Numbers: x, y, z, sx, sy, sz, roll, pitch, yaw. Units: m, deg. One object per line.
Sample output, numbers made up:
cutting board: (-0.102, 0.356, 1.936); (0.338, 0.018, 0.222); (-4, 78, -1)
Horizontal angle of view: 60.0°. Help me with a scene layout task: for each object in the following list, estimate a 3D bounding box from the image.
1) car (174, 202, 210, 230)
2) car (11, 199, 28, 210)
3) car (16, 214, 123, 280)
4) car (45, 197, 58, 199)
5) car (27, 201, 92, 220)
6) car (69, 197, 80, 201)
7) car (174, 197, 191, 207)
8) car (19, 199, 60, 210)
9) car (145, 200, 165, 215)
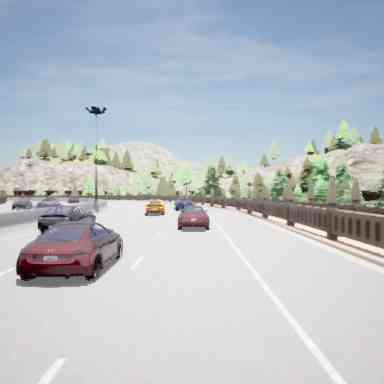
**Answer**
car: (0.097, 1.590, 21.559); (1.994, 1.385, 4.181); (0, 0, 0)
car: (-23.257, 1.676, 45.759); (1.994, 1.385, 4.181); (0, 0, -12)
car: (-3.400, 1.572, 10.003); (1.994, 1.385, 4.181); (0, 0, 0)
car: (-20.002, 1.467, 47.168); (2.097, 1.767, 4.553); (0, 0, -13)
car: (-6.901, 1.512, 18.762); (2.128, 1.511, 4.902); (0, 0, 0)
car: (-25.163, 1.754, 71.052); (1.837, 1.490, 4.892); (0, 0, -27)
car: (-1.158, 1.429, 42.141); (2.097, 1.767, 4.553); (0, 0, -8)
car: (-14.331, 1.652, 31.951); (1.895, 1.301, 4.718); (0, 0, -3)
car: (-3.847, 1.535, 34.957); (1.882, 1.535, 5.008); (0, 0, -4)
